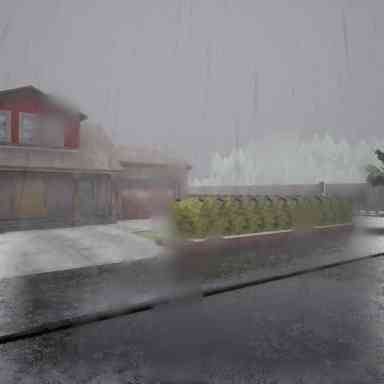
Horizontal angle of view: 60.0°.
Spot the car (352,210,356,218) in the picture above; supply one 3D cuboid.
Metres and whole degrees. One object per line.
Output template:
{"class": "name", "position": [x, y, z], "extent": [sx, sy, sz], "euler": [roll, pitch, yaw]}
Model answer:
{"class": "car", "position": [11.312, 1.564, 27.714], "extent": [1.994, 1.385, 4.181], "euler": [0, 0, -36]}
